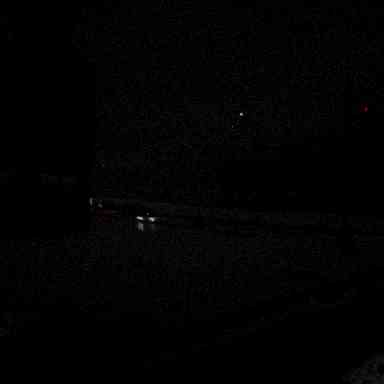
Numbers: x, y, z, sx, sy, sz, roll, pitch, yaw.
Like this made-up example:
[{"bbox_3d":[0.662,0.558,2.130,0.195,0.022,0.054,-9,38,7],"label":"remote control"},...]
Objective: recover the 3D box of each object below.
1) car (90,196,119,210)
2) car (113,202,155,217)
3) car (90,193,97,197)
[{"bbox_3d":[-12.930,1.816,48.864,2.128,1.511,4.902,3,-1,-35],"label":"car"},{"bbox_3d":[-5.752,1.761,33.895,2.033,1.411,5.357,3,-2,-36],"label":"car"},{"bbox_3d":[-18.806,1.424,56.993,2.150,2.045,5.566,3,-1,-36],"label":"car"}]
